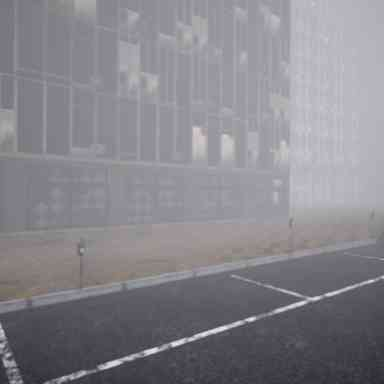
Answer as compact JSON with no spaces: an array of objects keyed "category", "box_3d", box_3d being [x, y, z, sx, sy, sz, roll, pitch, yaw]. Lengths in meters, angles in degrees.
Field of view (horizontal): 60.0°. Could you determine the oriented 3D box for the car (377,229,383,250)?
[{"category":"car","box_3d":[9.054,1.560,13.131,4.313,1.339,1.947,0,0,-36]}]
